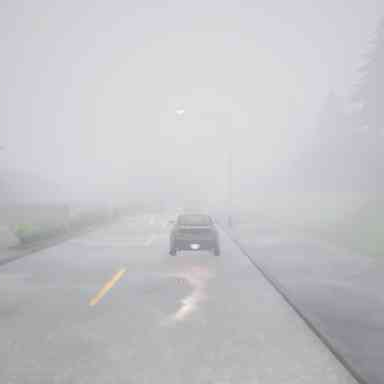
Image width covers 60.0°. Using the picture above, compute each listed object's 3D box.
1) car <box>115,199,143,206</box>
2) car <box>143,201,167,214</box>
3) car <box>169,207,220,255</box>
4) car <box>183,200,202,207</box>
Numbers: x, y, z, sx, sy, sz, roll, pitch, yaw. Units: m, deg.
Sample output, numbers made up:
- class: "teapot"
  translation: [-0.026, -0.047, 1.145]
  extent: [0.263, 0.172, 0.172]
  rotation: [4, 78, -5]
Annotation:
- class: "car"
  translation: [-10.315, 1.871, 56.186]
  extent: [5.357, 1.415, 2.033]
  rotation: [0, -1, -40]
- class: "car"
  translation: [-4.083, 1.784, 39.567]
  extent: [2.128, 1.511, 4.902]
  rotation: [0, 0, 0]
- class: "car"
  translation: [0.102, 1.609, 13.805]
  extent: [1.837, 1.490, 4.892]
  rotation: [0, 0, 0]
- class: "car"
  translation: [0.105, 1.629, 37.611]
  extent: [2.097, 1.767, 4.553]
  rotation: [0, 0, 0]
